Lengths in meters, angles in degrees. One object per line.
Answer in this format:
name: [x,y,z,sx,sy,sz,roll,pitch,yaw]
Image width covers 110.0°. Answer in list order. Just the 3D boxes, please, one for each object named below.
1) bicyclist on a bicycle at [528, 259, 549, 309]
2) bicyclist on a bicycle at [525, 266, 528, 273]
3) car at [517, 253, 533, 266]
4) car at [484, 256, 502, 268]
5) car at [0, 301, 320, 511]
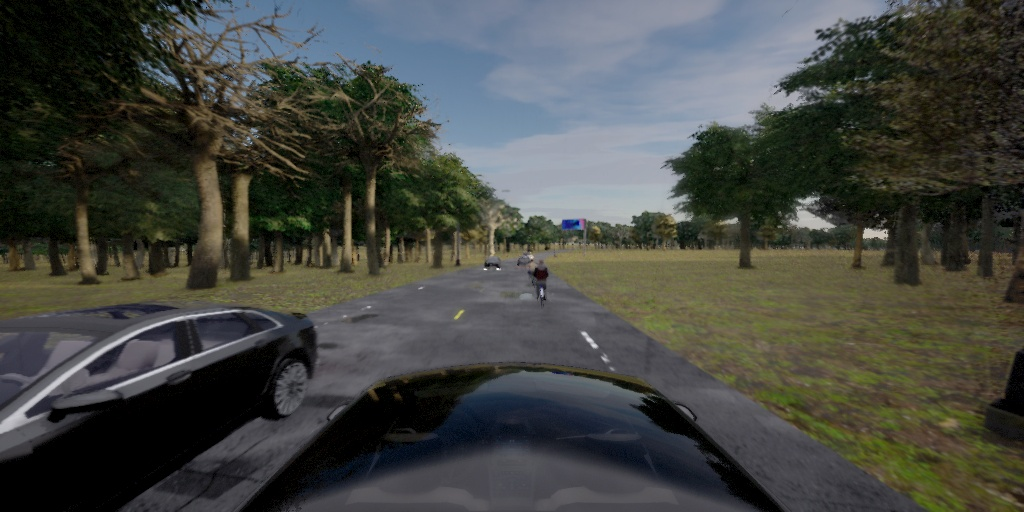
bicyclist on a bicycle: [1.051,0.986,13.050,0.659,1.776,1.843,0,1,1]
bicyclist on a bicycle: [1.208,0.959,21.466,0.866,1.612,1.509,0,1,1]
car: [1.843,0.675,55.356,2.128,1.511,4.902,0,1,4]
car: [-2.384,0.781,45.628,1.837,1.490,4.892,0,1,3]
car: [-3.578,1.221,2.966,2.128,1.511,4.902,0,1,0]
